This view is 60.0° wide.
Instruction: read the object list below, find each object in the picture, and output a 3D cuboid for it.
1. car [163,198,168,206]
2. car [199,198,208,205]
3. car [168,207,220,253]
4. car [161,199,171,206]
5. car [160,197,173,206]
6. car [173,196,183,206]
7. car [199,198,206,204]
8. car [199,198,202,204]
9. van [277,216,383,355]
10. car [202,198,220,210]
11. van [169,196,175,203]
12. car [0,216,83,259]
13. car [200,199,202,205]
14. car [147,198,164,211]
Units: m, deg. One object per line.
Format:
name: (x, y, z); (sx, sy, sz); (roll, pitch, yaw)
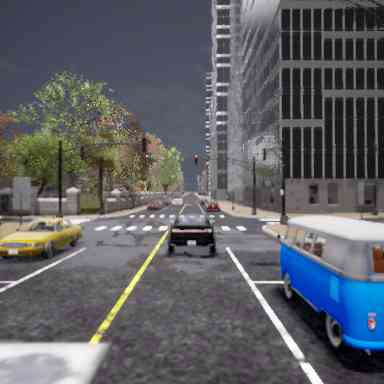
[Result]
car: (-5.689, 2.069, 55.484); (2.008, 1.369, 4.403); (0, -1, 0)
car: (2.693, 2.160, 78.210); (1.967, 1.590, 4.097); (0, 0, 0)
car: (0.004, 1.627, 14.294); (2.128, 1.511, 4.902); (0, 0, 0)
car: (-5.689, 2.254, 72.531); (1.802, 1.307, 4.206); (0, -1, 0)
car: (-5.688, 1.937, 66.852); (2.192, 1.841, 5.009); (0, -1, 0)
car: (-3.002, 1.868, 69.471); (2.150, 2.045, 5.566); (0, -1, 0)
car: (2.693, 2.338, 89.744); (1.752, 1.417, 4.829); (0, 0, 0)
car: (2.692, 2.238, 72.528); (1.947, 1.339, 4.313); (0, 0, 0)
van: (2.775, 1.398, 6.002); (1.690, 1.788, 3.998); (0, -1, 0)
car: (2.693, 1.852, 44.125); (1.967, 1.590, 4.097); (0, -1, 0)
van: (-5.687, 2.196, 95.267); (1.690, 1.788, 3.998); (0, 0, 0)
car: (-5.817, 1.650, 13.233); (1.752, 1.417, 4.829); (0, -1, 0)
car: (2.692, 2.031, 49.804); (1.947, 1.339, 4.313); (0, -1, 0)
car: (-5.689, 2.010, 49.802); (1.887, 1.381, 4.507); (0, -1, 0)
